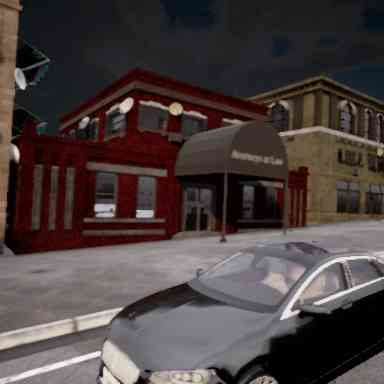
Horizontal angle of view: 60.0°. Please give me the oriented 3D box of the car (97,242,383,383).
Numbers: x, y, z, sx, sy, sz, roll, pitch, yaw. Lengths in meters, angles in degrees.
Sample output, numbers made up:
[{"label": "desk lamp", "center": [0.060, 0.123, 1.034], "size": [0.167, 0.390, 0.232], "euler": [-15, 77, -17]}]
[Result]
[{"label": "car", "center": [1.260, 1.497, 4.463], "size": [4.902, 1.511, 2.128], "euler": [0, 0, -36]}]
